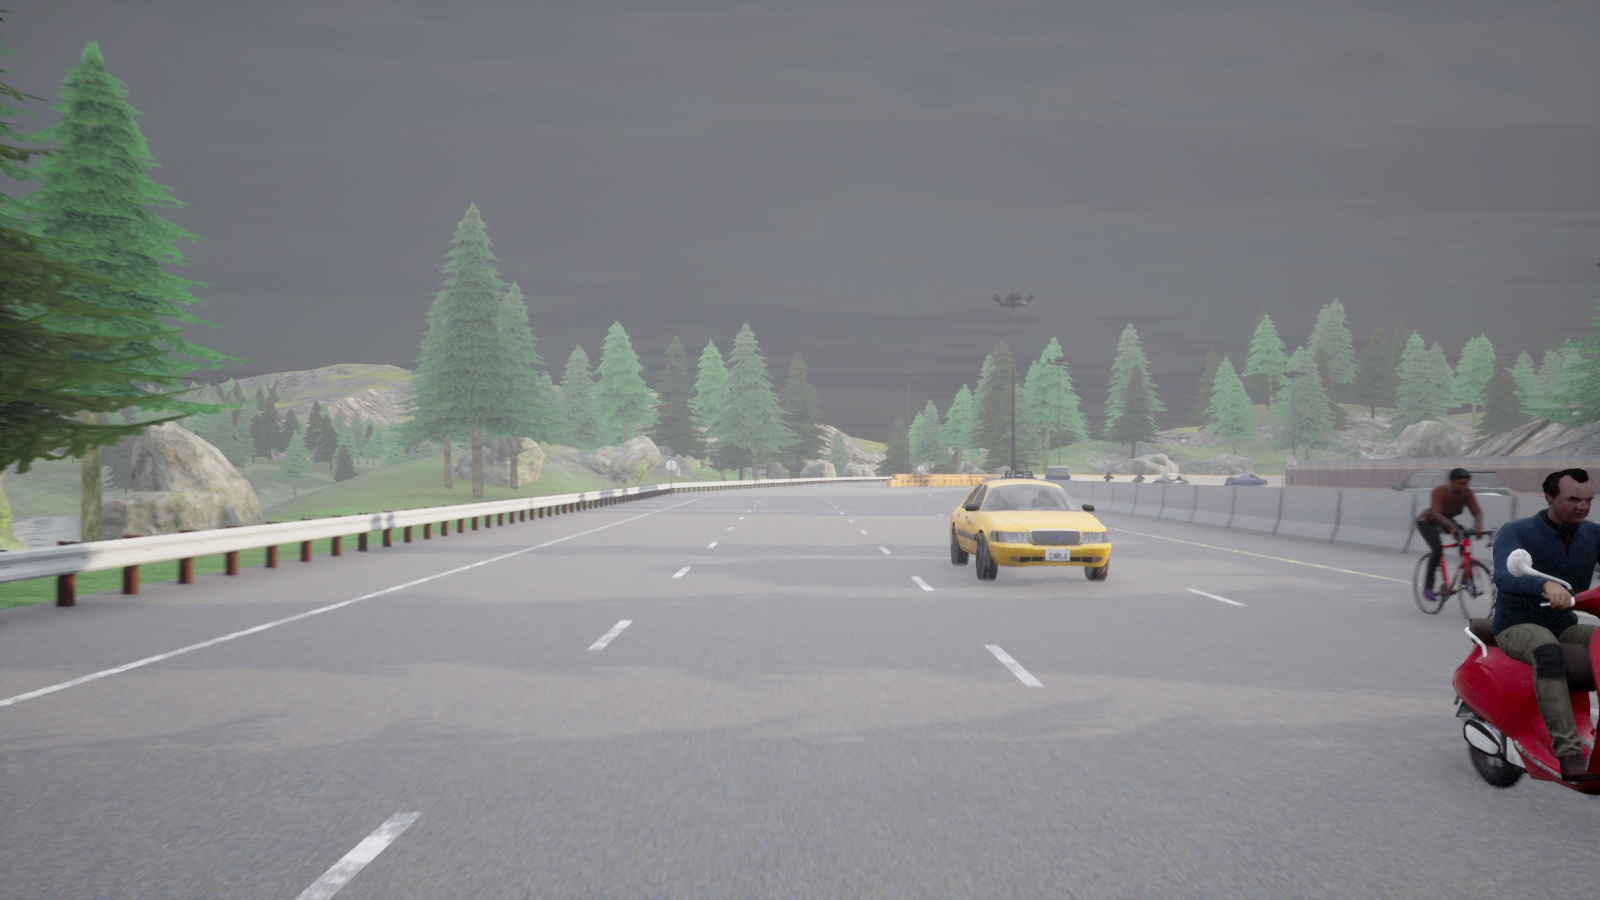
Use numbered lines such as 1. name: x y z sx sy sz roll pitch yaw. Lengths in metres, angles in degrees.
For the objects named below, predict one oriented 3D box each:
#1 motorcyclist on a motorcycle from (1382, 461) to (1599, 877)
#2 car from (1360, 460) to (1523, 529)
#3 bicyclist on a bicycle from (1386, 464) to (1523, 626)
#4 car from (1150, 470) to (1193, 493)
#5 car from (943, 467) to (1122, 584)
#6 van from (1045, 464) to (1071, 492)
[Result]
1. motorcyclist on a motorcycle: 3.487 0.848 5.657 0.866 1.590 1.817 0 -1 0
2. car: 17.389 1.174 34.330 2.097 1.767 4.553 0 -1 0
3. bicyclist on a bicycle: 6.967 0.963 13.459 0.582 1.620 1.656 0 -1 0
4. car: 24.389 2.055 82.571 1.970 1.475 3.806 0 -1 4
5. car: 3.453 1.067 19.693 1.801 1.575 5.366 0 -1 0
6. van: 18.523 1.990 90.016 1.775 1.987 4.442 -1 -1 12
